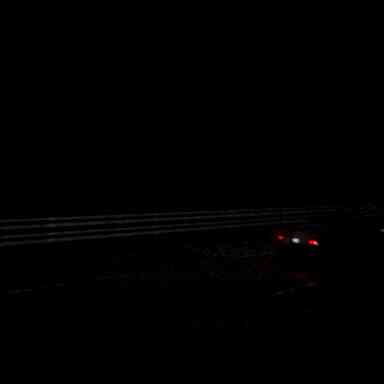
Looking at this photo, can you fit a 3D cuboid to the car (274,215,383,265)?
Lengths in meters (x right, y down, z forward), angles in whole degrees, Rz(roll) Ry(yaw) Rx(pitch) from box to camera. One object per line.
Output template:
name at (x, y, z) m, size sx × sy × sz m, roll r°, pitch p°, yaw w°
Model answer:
car at (5.272, 1.553, 11.803) m, size 5.357 × 1.411 × 2.033 m, roll 0°, pitch 1°, yaw -35°
